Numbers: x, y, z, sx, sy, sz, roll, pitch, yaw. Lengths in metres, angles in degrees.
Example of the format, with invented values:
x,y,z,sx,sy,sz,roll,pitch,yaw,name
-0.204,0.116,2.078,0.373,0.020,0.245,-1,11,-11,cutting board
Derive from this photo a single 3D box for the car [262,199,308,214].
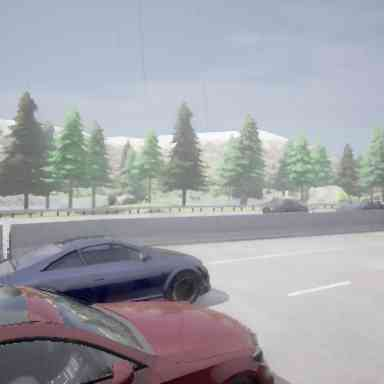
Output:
x,y,z,sx,sy,sz,roll,pitch,yaw,name
8.694,1.519,31.050,4.181,1.385,1.994,0,0,-18,car

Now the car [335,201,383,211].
x,y,z,sx,sy,sz,roll,pitch,yaw,name
15.362,1.496,29.482,5.357,1.411,2.033,0,0,-14,car

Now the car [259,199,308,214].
x,y,z,sx,sy,sz,roll,pitch,yaw,name
9.642,1.476,35.046,4.674,1.442,1.812,0,0,-17,car

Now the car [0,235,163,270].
x,y,z,sx,sy,sz,roll,pitch,yaw,name
-1.701,1.559,6.538,4.181,1.385,1.994,0,0,-34,car

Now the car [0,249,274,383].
x,y,z,sx,sy,sz,roll,pitch,yaw,name
-1.416,1.525,2.565,4.674,1.442,1.812,0,0,-35,car
